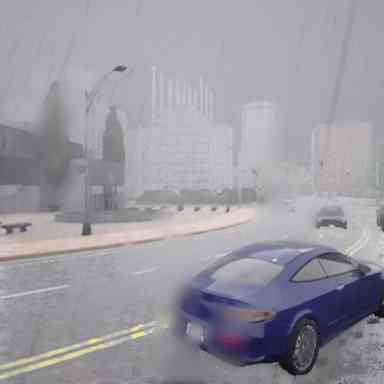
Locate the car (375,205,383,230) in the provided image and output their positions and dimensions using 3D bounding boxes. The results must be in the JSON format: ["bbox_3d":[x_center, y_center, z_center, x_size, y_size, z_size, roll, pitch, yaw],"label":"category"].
[{"bbox_3d":[12.621,1.536,20.651,2.128,1.511,4.902,0,0,25],"label":"car"}]

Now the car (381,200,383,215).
[{"bbox_3d":[20.191,1.544,32.521,1.882,1.535,5.008,0,0,16],"label":"car"}]

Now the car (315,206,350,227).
[{"bbox_3d":[9.274,1.620,21.963,2.033,1.411,5.357,0,0,24],"label":"car"}]

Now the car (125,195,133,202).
[{"bbox_3d":[-17.464,1.993,85.220,1.970,1.475,3.806,0,0,16],"label":"car"}]

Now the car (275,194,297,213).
[{"bbox_3d":[11.176,1.389,39.690,2.150,2.045,5.566,0,-1,15],"label":"car"}]

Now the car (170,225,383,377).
[{"bbox_3d":[1.761,1.550,5.616,4.674,1.442,1.812,0,0,-42],"label":"car"}]
